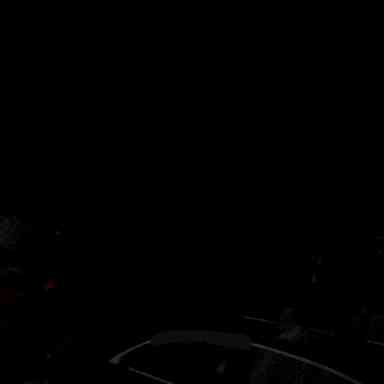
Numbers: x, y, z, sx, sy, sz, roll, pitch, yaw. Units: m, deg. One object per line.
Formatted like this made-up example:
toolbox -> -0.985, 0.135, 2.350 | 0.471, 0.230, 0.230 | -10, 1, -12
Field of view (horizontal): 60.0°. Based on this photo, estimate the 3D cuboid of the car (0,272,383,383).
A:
car -> 0.488, 1.558, 2.725 | 4.403, 1.369, 2.008 | 0, 0, 35

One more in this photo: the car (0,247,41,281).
car -> -4.113, 1.626, 6.001 | 4.206, 1.307, 1.802 | 0, 0, 35
